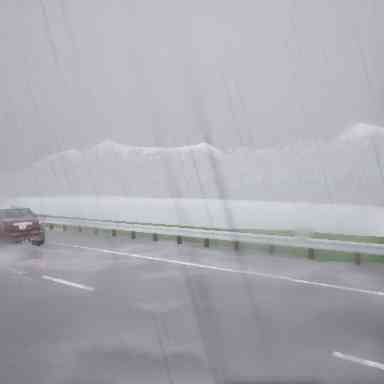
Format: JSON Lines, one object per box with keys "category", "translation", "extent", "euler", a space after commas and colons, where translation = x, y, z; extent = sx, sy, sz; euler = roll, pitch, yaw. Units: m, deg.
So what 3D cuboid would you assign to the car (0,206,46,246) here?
{"category": "car", "translation": [-8.244, 1.366, 14.049], "extent": [4.553, 1.767, 2.097], "euler": [0, 0, 36]}
